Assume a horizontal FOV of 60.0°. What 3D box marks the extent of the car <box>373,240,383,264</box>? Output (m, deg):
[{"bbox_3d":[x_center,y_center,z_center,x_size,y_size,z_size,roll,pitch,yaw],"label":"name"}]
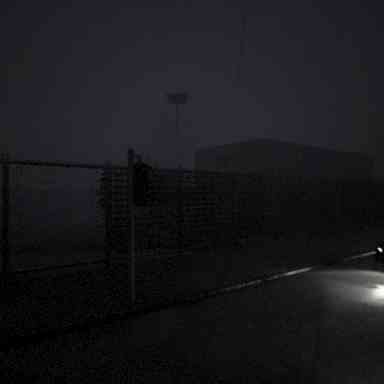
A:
[{"bbox_3d":[8.099,1.644,11.111,5.357,1.411,2.033,0,-1,-39],"label":"car"}]
